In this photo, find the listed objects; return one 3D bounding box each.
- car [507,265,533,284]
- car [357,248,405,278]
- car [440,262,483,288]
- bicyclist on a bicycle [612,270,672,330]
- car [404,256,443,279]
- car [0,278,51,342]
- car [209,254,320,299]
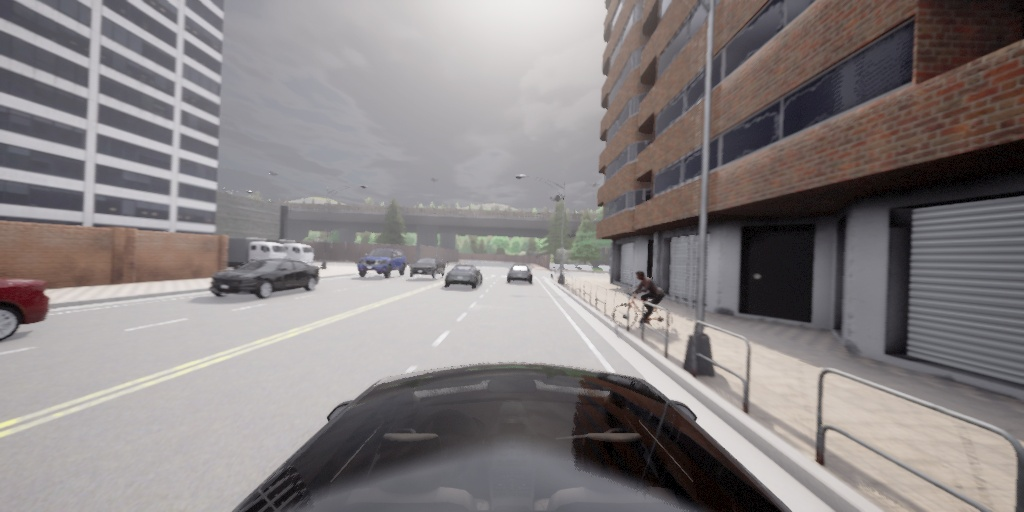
[{"bbox_3d":[0.614,1.372,28.367,1.994,1.385,4.181,2,0,1],"label":"car"},{"bbox_3d":[-9.967,0.428,28.028,2.150,2.045,5.566,2,0,1],"label":"car"},{"bbox_3d":[-2.996,1.225,22.939,1.994,1.385,4.181,2,0,1],"label":"car"},{"bbox_3d":[3.592,1.227,9.777,1.656,1.620,0.582,5,0,1],"label":"bicyclist on a bicycle"},{"bbox_3d":[-6.479,0.816,27.986,1.882,1.535,5.008,2,0,1],"label":"car"},{"bbox_3d":[-10.549,0.824,5.264,1.882,1.535,5.008,2,0,1],"label":"car"},{"bbox_3d":[-10.330,0.845,15.456,1.882,1.535,5.008,2,0,1],"label":"car"}]
